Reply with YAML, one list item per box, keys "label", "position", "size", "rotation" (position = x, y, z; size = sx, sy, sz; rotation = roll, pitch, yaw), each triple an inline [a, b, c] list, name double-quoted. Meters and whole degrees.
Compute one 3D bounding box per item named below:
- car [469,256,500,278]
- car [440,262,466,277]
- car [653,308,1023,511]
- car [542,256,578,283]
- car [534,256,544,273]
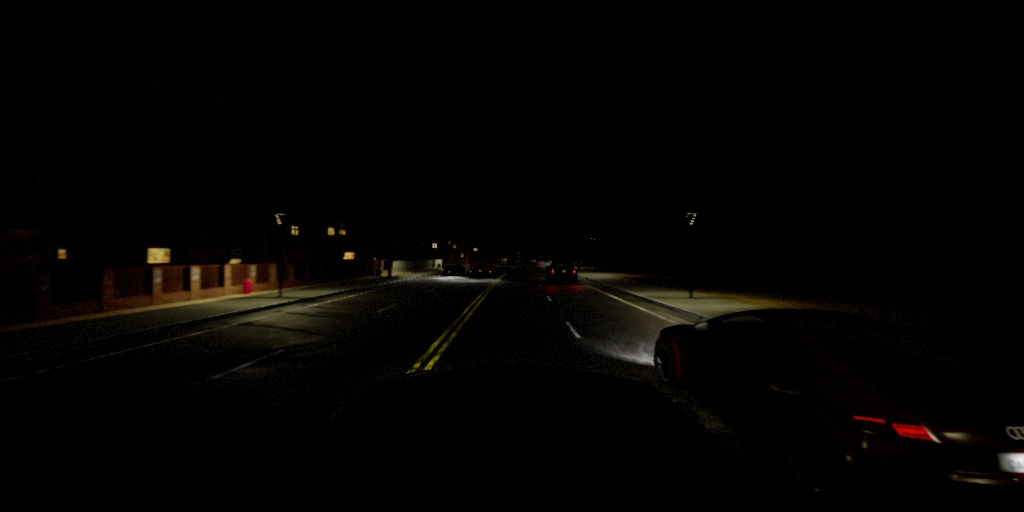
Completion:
- label: "car"
  position: [-2.724, 0.992, 34.719]
  size: [2.150, 2.045, 5.566]
  rotation: [0, 0, 2]
- label: "car"
  position: [-5.918, 1.331, 36.199]
  size: [1.994, 1.385, 4.181]
  rotation: [0, 0, 2]
- label: "car"
  position: [3.362, 1.322, 4.360]
  size: [1.994, 1.385, 4.181]
  rotation: [0, 0, 0]
- label: "car"
  position: [3.752, 1.125, 28.025]
  size: [2.097, 1.767, 4.553]
  rotation: [0, 0, 0]
- label: "car"
  position: [4.290, 1.003, 45.357]
  size: [2.150, 2.045, 5.566]
  rotation: [0, 0, 3]
